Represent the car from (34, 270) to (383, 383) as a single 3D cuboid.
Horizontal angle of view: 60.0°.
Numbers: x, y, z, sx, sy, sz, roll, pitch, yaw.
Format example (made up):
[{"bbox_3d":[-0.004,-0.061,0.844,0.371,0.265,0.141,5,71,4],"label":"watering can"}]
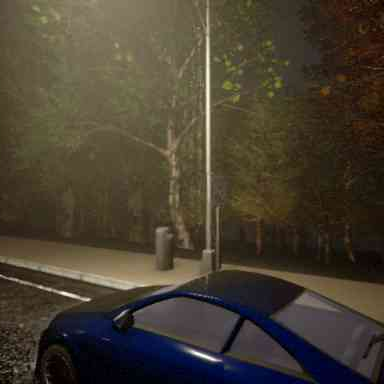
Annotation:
[{"bbox_3d":[0.190,1.588,3.551,4.181,1.385,1.994,-1,-1,35],"label":"car"}]
